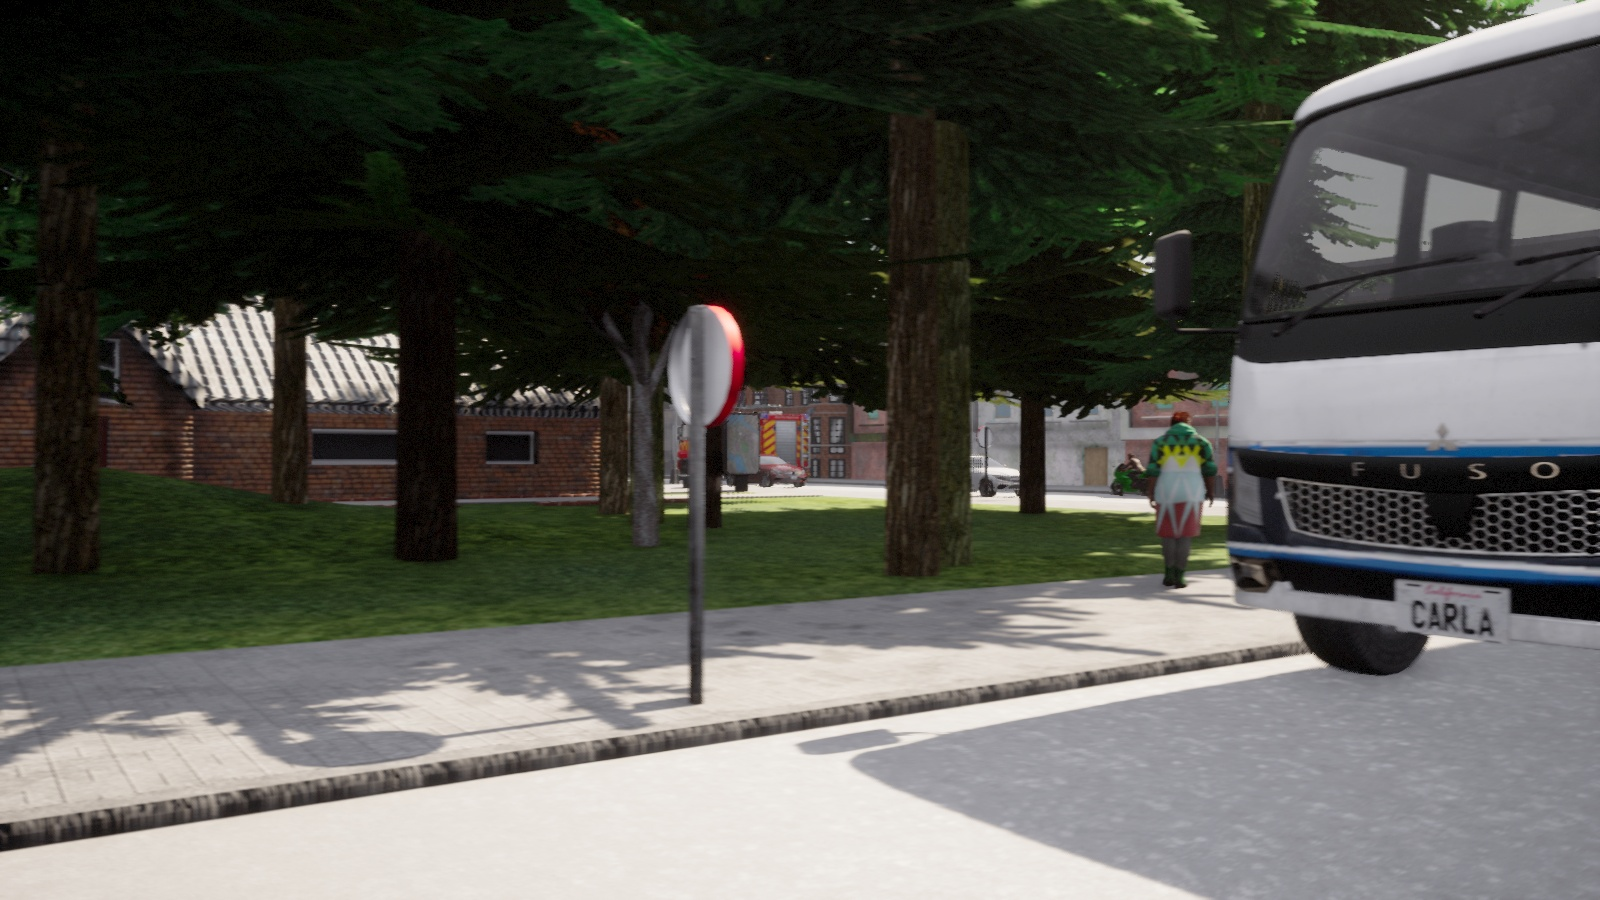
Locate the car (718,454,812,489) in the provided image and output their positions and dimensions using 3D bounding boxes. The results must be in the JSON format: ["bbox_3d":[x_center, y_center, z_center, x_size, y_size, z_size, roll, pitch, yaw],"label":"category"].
[{"bbox_3d":[-1.586,0.910,54.602,1.812,1.442,4.674,0,0,-35],"label":"car"}]

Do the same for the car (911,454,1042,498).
[{"bbox_3d":[6.055,0.866,43.531,1.812,1.442,4.674,0,0,-35],"label":"car"}]

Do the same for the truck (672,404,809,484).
[{"bbox_3d":[-3.173,-0.256,63.941,2.891,3.827,8.468,0,0,-35],"label":"truck"}]

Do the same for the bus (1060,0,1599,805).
[{"bbox_3d":[6.974,-0.623,9.149,10.273,4.253,3.944,0,0,-35],"label":"bus"}]

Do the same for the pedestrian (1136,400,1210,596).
[{"bbox_3d":[3.879,0.479,13.037,0.659,1.952,0.873,0,0,21],"label":"pedestrian"}]

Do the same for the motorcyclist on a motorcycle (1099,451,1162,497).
[{"bbox_3d":[11.303,0.810,42.967,0.797,1.523,2.044,0,0,-35],"label":"motorcyclist on a motorcycle"}]
